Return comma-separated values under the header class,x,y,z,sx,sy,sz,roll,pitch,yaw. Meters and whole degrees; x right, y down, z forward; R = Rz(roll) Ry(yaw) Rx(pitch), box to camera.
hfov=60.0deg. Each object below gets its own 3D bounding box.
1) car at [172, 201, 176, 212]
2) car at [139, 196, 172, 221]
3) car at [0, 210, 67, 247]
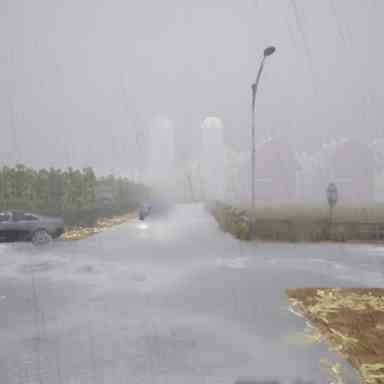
class,x,y,z,sx,sy,sz,roll,pitch,yaw
car,-3.164,1.782,43.648,1.812,1.442,4.674,0,0,0
car,-3.186,1.361,28.977,2.150,2.045,5.566,0,-1,0
car,-7.937,1.540,14.107,4.902,1.511,2.128,0,0,-25
